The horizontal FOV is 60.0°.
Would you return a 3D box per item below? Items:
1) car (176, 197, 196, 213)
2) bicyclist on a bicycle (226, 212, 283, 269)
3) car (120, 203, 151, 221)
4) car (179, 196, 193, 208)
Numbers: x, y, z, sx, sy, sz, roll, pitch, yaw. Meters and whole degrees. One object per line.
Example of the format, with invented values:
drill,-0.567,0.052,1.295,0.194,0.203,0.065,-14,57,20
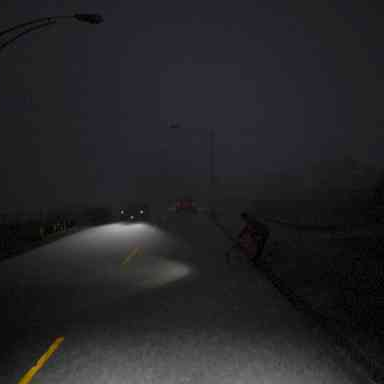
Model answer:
car,-0.614,1.310,36.744,2.097,1.767,4.553,0,0,-1
bicyclist on a bicycle,1.749,1.374,9.585,1.656,1.620,0.582,-6,0,-1
car,-4.494,1.570,26.881,1.895,1.301,4.718,0,0,-1
car,-0.866,1.422,48.847,1.882,1.535,5.008,0,0,-1
